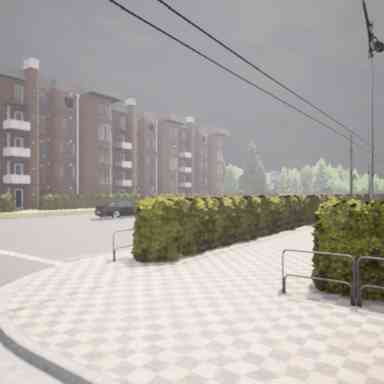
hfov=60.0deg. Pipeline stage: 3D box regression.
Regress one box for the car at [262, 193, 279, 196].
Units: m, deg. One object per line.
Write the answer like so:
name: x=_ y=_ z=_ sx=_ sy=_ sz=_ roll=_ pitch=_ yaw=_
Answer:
car: x=11.399 y=1.220 z=47.212 sx=2.150 sy=2.045 sz=5.566 roll=0 pitch=0 yaw=37

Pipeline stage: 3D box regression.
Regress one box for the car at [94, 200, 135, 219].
car: x=-6.123 y=1.475 z=29.019 sx=1.882 sy=1.535 sz=5.008 roll=0 pitch=0 yaw=36
